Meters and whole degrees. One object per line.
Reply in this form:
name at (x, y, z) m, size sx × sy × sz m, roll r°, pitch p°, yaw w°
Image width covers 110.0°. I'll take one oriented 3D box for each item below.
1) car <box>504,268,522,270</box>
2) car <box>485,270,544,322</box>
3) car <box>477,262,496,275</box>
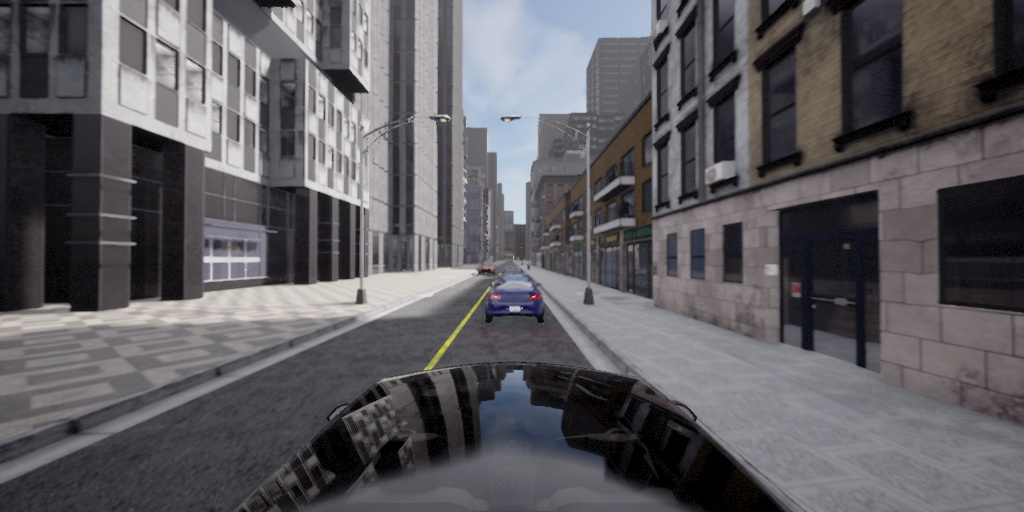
car at (0.059, 1.592, 28.237) m, size 1.895 × 1.301 × 4.718 m, roll 0°, pitch -1°, yaw 0°
car at (0.082, 1.372, 12.581) m, size 1.812 × 1.442 × 4.674 m, roll 0°, pitch 0°, yaw 0°
car at (-3.132, 1.500, 45.111) m, size 2.097 × 1.767 × 4.553 m, roll 0°, pitch 0°, yaw 0°
